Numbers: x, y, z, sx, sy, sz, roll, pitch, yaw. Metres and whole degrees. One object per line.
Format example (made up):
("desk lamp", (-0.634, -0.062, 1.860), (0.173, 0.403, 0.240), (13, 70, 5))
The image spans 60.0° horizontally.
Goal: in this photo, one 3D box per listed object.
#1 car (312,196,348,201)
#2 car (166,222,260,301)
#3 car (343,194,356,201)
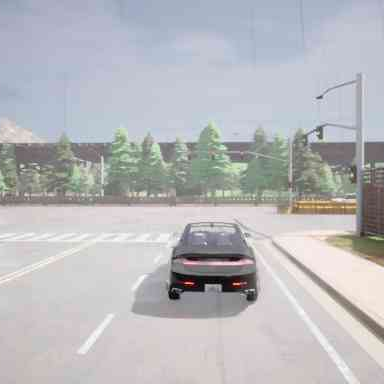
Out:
("car", (14.520, 1.491, 37.917), (4.902, 1.511, 2.128), (0, 0, 1))
("car", (0.503, 1.492, 8.331), (2.128, 1.511, 4.902), (0, 0, 3))
("car", (19.800, 1.222, 41.304), (5.566, 2.045, 2.150), (0, 0, 2))
